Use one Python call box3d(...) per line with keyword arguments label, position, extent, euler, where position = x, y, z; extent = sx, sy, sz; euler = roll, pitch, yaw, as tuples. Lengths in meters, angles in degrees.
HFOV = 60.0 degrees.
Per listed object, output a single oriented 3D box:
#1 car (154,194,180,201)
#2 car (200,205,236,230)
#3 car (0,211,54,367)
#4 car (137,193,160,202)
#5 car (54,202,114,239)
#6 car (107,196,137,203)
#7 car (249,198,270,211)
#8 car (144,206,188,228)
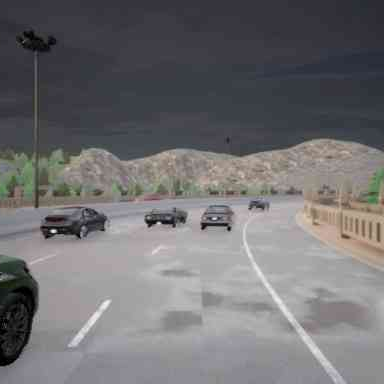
box3d(label="car", position=(-3.111, 1.494, 50.273), extent=(2.128, 1.511, 4.902), euler=(0, 0, 27))
box3d(label="car", position=(1.751, 1.548, 21.172), extent=(2.033, 1.411, 5.357), euler=(0, 0, 11))
box3d(label="car", position=(-3.383, 1.222, 2.631), extent=(2.150, 2.045, 5.566), euler=(0, 0, 0))
box3d(label="car", position=(-6.555, 1.222, 51.229), extent=(2.150, 2.045, 5.566), euler=(0, 0, 26))
box3d(label="car", position=(-5.899, 1.506, 17.328), extent=(1.837, 1.490, 4.892), euler=(0, 0, 7))
box3d(label="car", position=(-10.875, 1.353, 50.260), extent=(2.097, 1.767, 4.553), euler=(0, 0, 25))
box3d(label="car", position=(8.454, 1.504, 41.535), extent=(1.837, 1.490, 4.892), euler=(0, 0, 25))
box3d(label="car", position=(-1.570, 1.602, 22.286), extent=(1.895, 1.301, 4.718), euler=(0, 0, 11))
